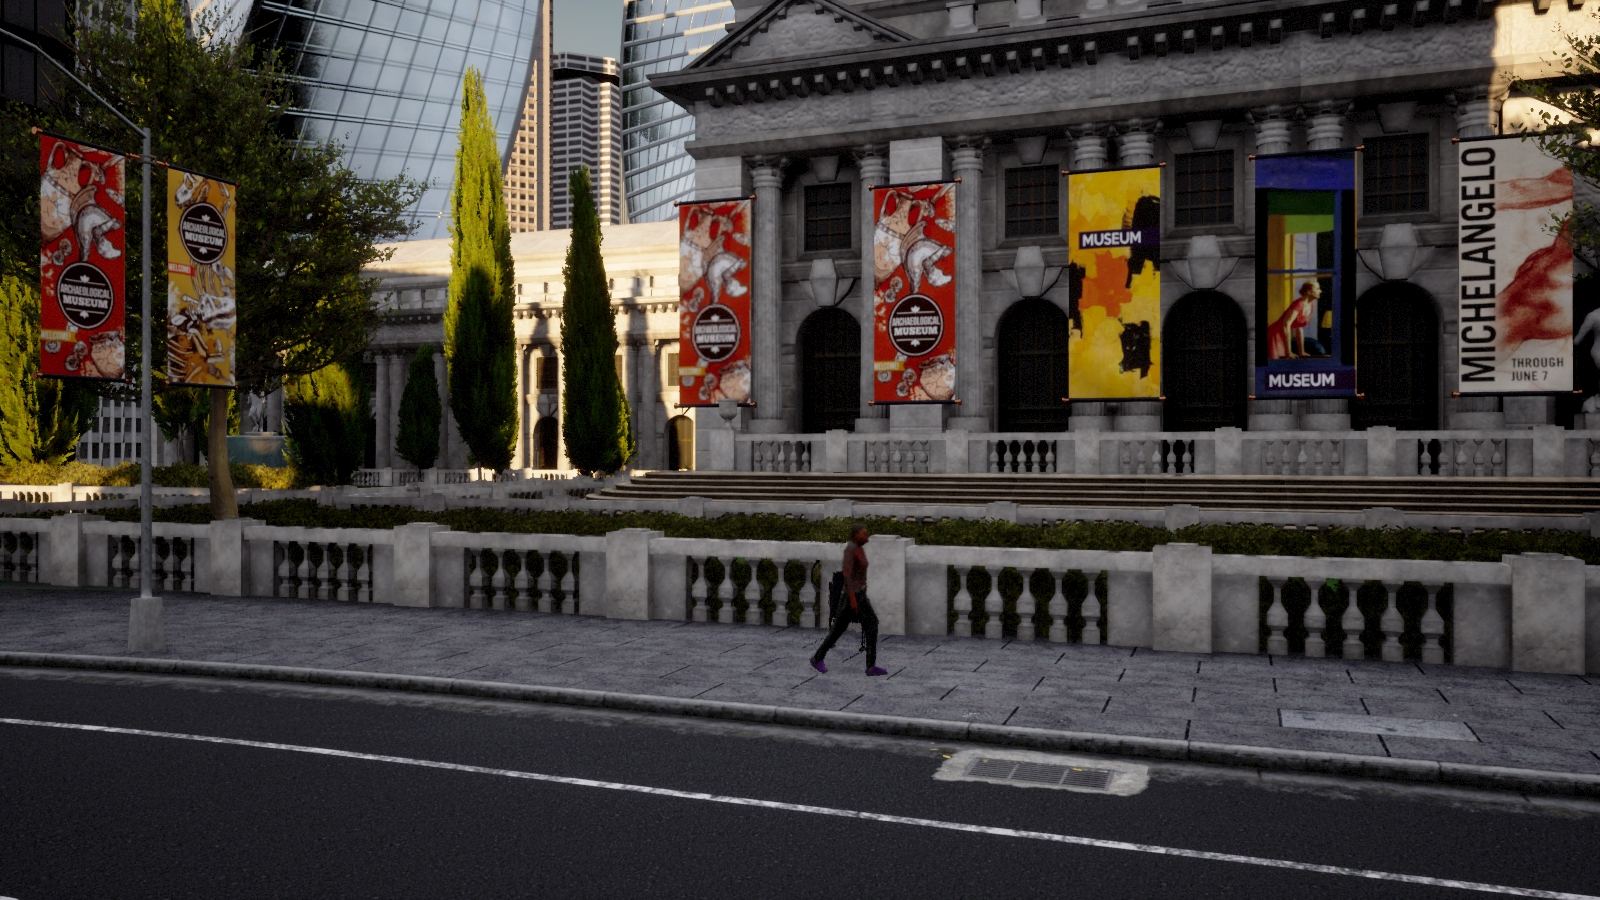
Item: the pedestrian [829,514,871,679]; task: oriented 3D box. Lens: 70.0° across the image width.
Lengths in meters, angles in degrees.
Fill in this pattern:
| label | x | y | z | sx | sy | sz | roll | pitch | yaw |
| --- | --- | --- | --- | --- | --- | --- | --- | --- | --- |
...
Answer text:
| label | x | y | z | sx | sy | sz | roll | pitch | yaw |
| --- | --- | --- | --- | --- | --- | --- | --- | --- | --- |
| pedestrian | 0.587 | 1.696 | 13.327 | 0.375 | 1.860 | 0.375 | 0 | 0 | 23 |
